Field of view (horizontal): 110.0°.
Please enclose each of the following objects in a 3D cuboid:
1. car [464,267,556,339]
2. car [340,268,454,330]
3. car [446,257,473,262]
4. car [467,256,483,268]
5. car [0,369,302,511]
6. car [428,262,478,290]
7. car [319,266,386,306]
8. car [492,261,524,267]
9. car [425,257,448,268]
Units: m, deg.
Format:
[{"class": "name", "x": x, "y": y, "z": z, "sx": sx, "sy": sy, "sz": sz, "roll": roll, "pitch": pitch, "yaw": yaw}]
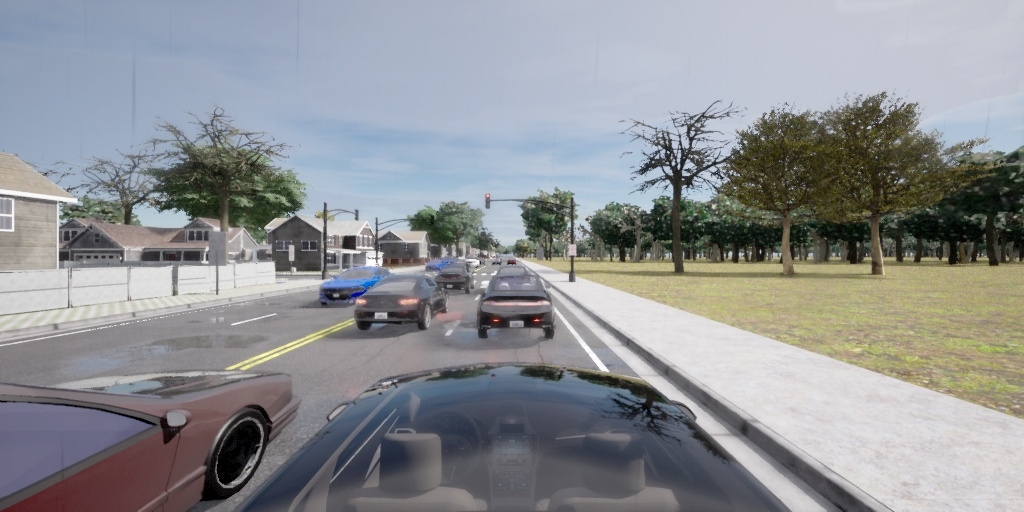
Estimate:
[{"class": "car", "x": 0.095, "y": 1.241, "z": 10.084, "sx": 2.128, "sy": 1.511, "sz": 4.902, "roll": 0, "pitch": 0, "yaw": 0}, {"class": "car", "x": -3.154, "y": 1.276, "z": 10.949, "sx": 1.812, "sy": 1.442, "sz": 4.674, "roll": 0, "pitch": 0, "yaw": 0}, {"class": "car", "x": -6.636, "y": 1.233, "z": 45.726, "sx": 2.128, "sy": 1.511, "sz": 4.902, "roll": 0, "pitch": 0, "yaw": 0}, {"class": "car", "x": -6.631, "y": 0.951, "z": 59.186, "sx": 2.150, "sy": 2.045, "sz": 5.566, "roll": 0, "pitch": 0, "yaw": 1}, {"class": "car", "x": -3.152, "y": 1.297, "z": 1.367, "sx": 2.033, "sy": 1.411, "sz": 5.357, "roll": 0, "pitch": 0, "yaw": -1}, {"class": "car", "x": -3.153, "y": 1.255, "z": 20.208, "sx": 1.837, "sy": 1.490, "sz": 4.892, "roll": 0, "pitch": 0, "yaw": -1}, {"class": "car", "x": -6.612, "y": 1.227, "z": 15.977, "sx": 1.882, "sy": 1.535, "sz": 5.008, "roll": 0, "pitch": 0, "yaw": 0}, {"class": "car", "x": 0.030, "y": 1.228, "z": 19.540, "sx": 1.882, "sy": 1.535, "sz": 5.008, "roll": 0, "pitch": 0, "yaw": 0}, {"class": "car", "x": -9.873, "y": 1.218, "z": 46.808, "sx": 1.882, "sy": 1.535, "sz": 5.008, "roll": 0, "pitch": 0, "yaw": 1}]
